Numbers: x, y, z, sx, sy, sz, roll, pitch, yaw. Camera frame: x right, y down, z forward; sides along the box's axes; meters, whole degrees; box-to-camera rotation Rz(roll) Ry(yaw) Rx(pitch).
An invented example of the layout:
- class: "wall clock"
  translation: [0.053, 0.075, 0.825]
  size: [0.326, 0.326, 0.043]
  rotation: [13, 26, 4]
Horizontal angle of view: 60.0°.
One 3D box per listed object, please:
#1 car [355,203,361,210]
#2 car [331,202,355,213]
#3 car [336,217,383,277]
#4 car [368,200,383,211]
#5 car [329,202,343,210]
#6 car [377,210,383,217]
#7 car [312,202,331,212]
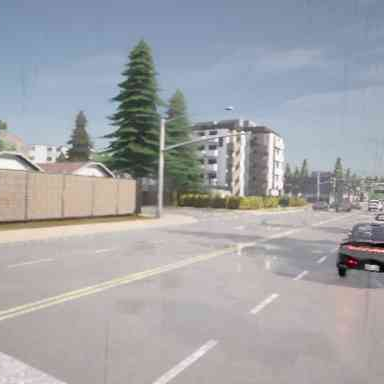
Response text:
- class: "car"
  translation: [32.246, 2.876, 65.955]
  size: [1.994, 1.385, 4.181]
  rotation: [2, 0, 32]
- class: "car"
  translation: [24.155, 2.508, 53.118]
  size: [2.128, 1.511, 4.902]
  rotation: [2, 0, 33]
- class: "car"
  translation: [5.778, 1.724, 10.313]
  size: [2.128, 1.511, 4.902]
  rotation: [2, 0, 32]
- class: "car"
  translation: [35.861, 2.652, 65.121]
  size: [2.150, 2.045, 5.566]
  rotation: [2, 0, 32]
- class: "car"
  translation: [29.467, 2.791, 68.111]
  size: [1.994, 1.385, 4.181]
  rotation: [2, 0, 32]
- class: "car"
  translation: [13.248, 2.131, 22.268]
  size: [1.895, 1.301, 4.718]
  rotation: [2, 0, 32]
- class: "car"
  translation: [21.339, 2.435, 55.203]
  size: [1.837, 1.490, 4.892]
  rotation: [2, 0, 33]
